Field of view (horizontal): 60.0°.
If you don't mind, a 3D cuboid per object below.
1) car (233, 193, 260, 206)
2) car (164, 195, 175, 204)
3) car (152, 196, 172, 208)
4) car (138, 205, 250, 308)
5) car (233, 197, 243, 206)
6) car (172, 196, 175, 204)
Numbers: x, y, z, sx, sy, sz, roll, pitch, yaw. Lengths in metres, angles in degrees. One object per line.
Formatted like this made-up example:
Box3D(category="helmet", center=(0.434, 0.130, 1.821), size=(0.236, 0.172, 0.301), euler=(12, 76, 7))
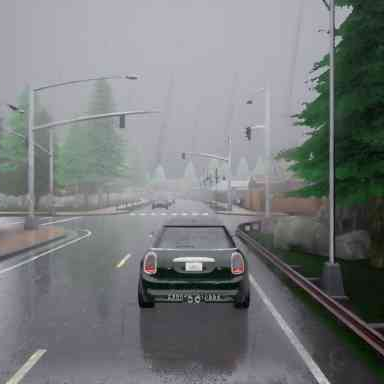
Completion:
Box3D(category="car", center=(8.374, 1.146, 51.312), size=(3.866, 1.878, 1.905), euler=(0, 0, -1))
Box3D(category="car", center=(-4.270, 1.448, 63.801), size=(1.882, 1.535, 5.008), euler=(0, 0, 0))
Box3D(category="car", center=(-4.101, 1.535, 43.767), size=(1.994, 1.385, 4.181), euler=(0, 0, -1))
Box3D(category="car", center=(0.053, 1.352, 8.066), size=(2.097, 1.767, 4.553), euler=(0, 0, 1))
Box3D(category="car", center=(8.791, 1.144, 48.803), size=(4.605, 1.855, 1.932), euler=(0, 0, -1))
Box3D(category="car", center=(-4.187, 1.571, 53.622), size=(1.895, 1.301, 4.718), euler=(0, 0, 0))
